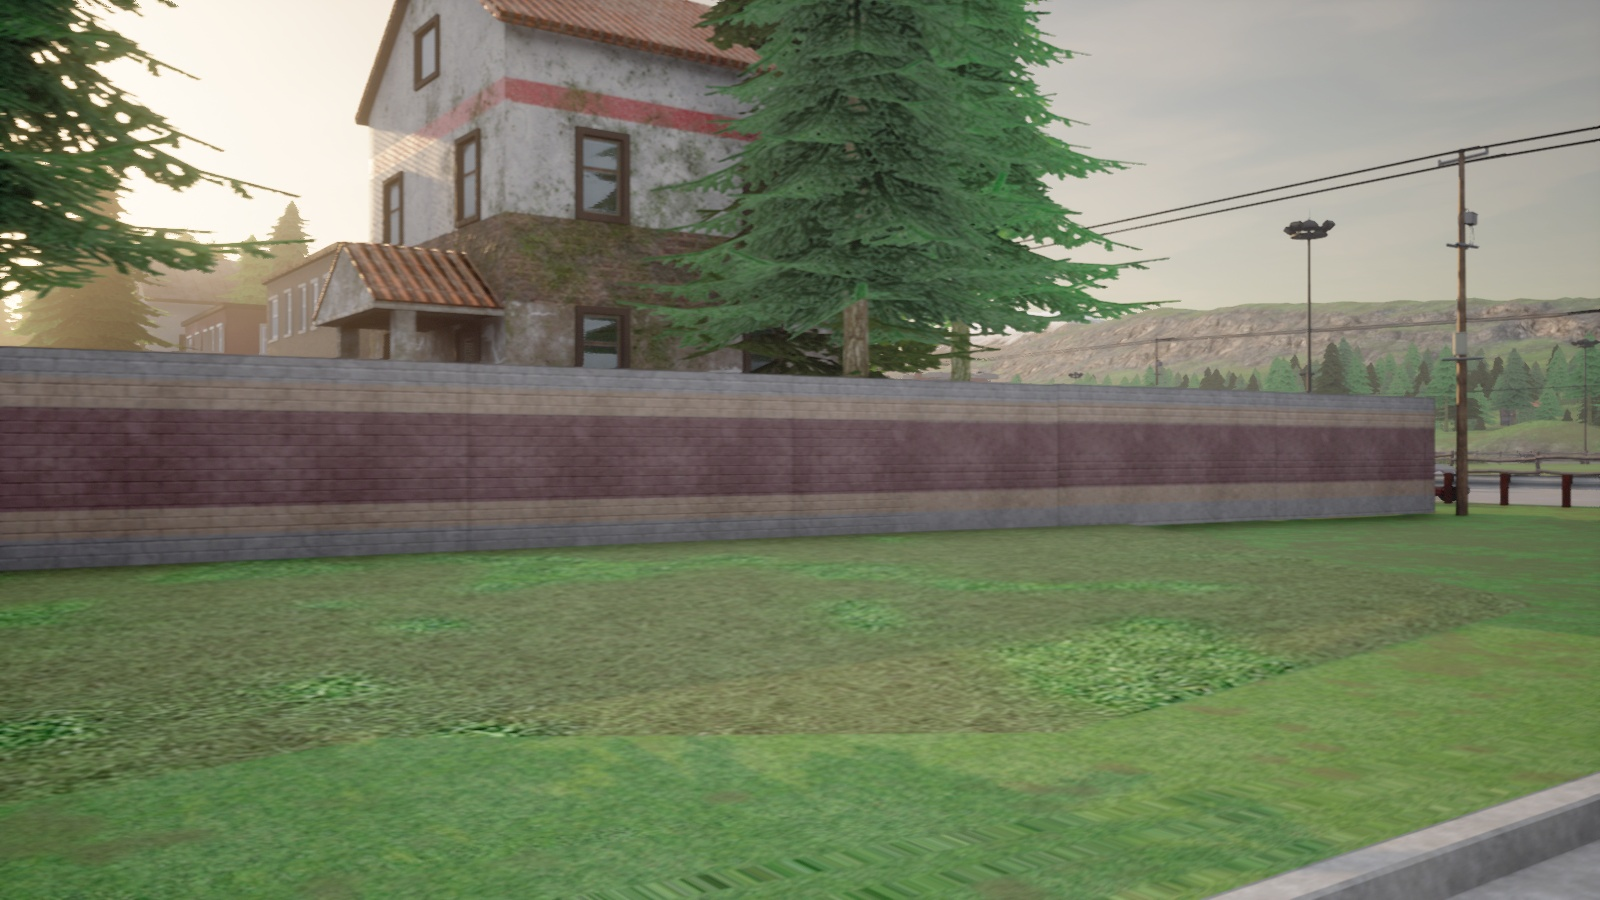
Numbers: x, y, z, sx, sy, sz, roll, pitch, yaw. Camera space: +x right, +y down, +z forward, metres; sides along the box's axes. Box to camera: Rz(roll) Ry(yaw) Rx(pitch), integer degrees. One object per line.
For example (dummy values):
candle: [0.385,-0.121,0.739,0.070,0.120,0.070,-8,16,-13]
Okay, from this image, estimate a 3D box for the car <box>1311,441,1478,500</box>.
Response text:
car: [17.279,0.576,36.647,1.851,1.617,3.988,0,0,-35]
